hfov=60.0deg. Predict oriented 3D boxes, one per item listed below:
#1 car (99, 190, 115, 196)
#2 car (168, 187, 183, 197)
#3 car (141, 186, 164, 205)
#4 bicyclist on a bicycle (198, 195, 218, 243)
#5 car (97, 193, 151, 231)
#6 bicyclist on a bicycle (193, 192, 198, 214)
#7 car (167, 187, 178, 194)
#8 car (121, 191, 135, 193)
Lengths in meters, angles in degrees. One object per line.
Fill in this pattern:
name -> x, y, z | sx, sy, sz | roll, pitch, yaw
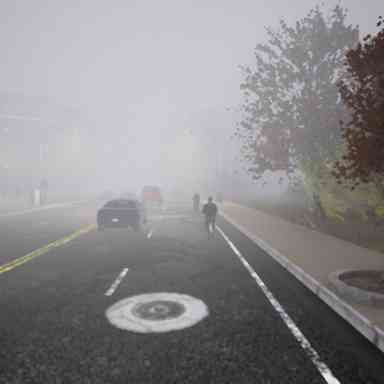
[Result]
car -> -11.544, 0.412, 45.686 | 2.033, 1.411, 5.357 | 0, 1, -6
car -> -2.671, 0.111, 57.917 | 1.994, 1.385, 4.181 | 0, 1, -5
car -> -4.313, 0.323, 36.060 | 2.150, 2.045, 5.566 | 0, 1, -3
bicyclist on a bicycle -> 0.685, 1.047, 12.887 | 0.659, 1.776, 1.843 | 0, 2, -1
car -> -3.483, 1.048, 17.237 | 1.882, 1.535, 5.008 | 0, 1, -2
bicyclist on a bicycle -> 0.331, 0.856, 23.927 | 0.582, 1.620, 1.656 | 0, 1, -2
car -> -4.394, -0.326, 74.199 | 2.033, 1.411, 5.357 | 0, 1, -7
car -> -8.119, 0.503, 42.654 | 1.994, 1.385, 4.181 | 0, 1, -3
